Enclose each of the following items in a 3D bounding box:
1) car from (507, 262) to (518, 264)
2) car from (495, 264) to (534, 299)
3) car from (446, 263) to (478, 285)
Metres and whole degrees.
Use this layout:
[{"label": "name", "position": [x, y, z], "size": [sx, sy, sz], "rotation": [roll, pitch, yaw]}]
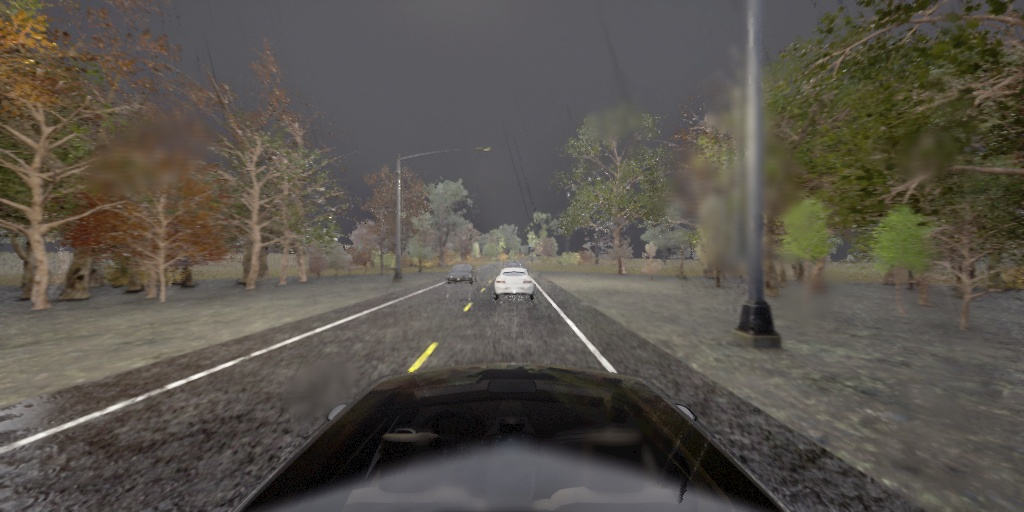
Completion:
[{"label": "car", "position": [0.096, 1.395, 43.398], "size": [2.033, 1.411, 5.357], "rotation": [0, 0, 0]}, {"label": "car", "position": [0.102, 1.314, 18.249], "size": [1.812, 1.442, 4.674], "rotation": [0, 0, 0]}, {"label": "car", "position": [-3.585, 1.313, 26.454], "size": [1.837, 1.490, 4.892], "rotation": [0, 0, 0]}]
